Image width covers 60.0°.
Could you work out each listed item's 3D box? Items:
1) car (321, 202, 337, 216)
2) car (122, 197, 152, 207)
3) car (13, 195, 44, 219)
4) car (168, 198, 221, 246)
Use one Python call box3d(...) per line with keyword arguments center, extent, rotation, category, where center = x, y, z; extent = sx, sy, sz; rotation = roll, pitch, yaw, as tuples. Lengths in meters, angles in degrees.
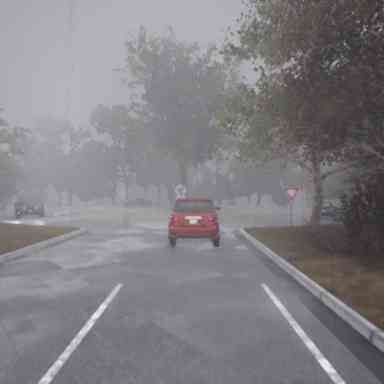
box3d(center=(12.988, 1.655, 32.394), extent=(1.994, 1.385, 4.181), rotation=(0, 0, 28), category="car")
box3d(center=(-8.827, 1.655, 53.517), extent=(4.892, 1.490, 1.837), rotation=(1, -1, -24), category="car")
box3d(center=(-15.159, 1.306, 30.716), extent=(2.150, 2.045, 5.566), rotation=(-1, 0, -31), category="car")
box3d(center=(0.187, 1.266, 15.780), extent=(2.150, 2.045, 5.566), rotation=(0, 0, 3), category="car")
